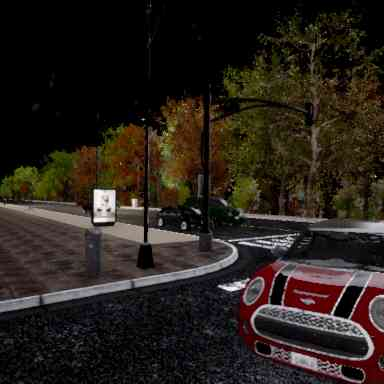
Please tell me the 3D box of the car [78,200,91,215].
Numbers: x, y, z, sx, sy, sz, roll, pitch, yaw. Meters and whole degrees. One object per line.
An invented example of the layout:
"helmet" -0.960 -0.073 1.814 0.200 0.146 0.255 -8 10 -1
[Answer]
"car" -10.151 1.783 35.183 1.837 1.490 4.892 1 -1 -35

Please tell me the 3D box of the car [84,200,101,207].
"car" -19.990 2.299 66.874 1.994 1.385 4.181 1 -1 -35

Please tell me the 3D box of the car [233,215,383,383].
"car" 2.605 1.341 5.676 2.097 1.767 4.553 -1 0 36

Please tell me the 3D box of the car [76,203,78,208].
"car" -19.897 2.168 61.016 1.812 1.442 4.674 1 -1 -35

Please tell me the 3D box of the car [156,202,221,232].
"car" -0.559 1.607 21.315 1.837 1.490 4.892 1 0 -35

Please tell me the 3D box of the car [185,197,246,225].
"car" 1.406 1.383 24.189 2.150 2.045 5.566 1 -1 -35

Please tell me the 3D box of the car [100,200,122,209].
"car" -14.256 2.124 58.589 2.128 1.511 4.902 1 -1 -35

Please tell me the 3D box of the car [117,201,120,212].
"car" -10.933 1.949 42.043 1.994 1.385 4.181 1 -1 -34
